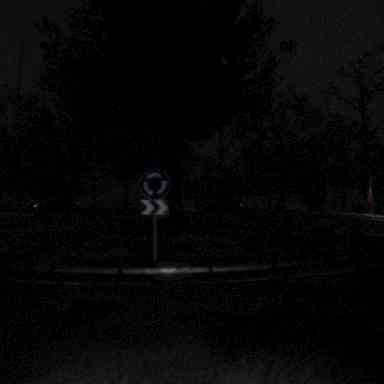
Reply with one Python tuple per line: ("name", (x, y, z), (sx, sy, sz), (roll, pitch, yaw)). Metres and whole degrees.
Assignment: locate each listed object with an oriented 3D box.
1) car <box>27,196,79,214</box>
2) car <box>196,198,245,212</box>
("car", (-13.499, 1.183, 32.403), (4.553, 1.767, 2.097), (0, 1, -44))
("car", (3.148, 1.406, 37.084), (5.357, 1.411, 2.033), (0, 0, 18))
